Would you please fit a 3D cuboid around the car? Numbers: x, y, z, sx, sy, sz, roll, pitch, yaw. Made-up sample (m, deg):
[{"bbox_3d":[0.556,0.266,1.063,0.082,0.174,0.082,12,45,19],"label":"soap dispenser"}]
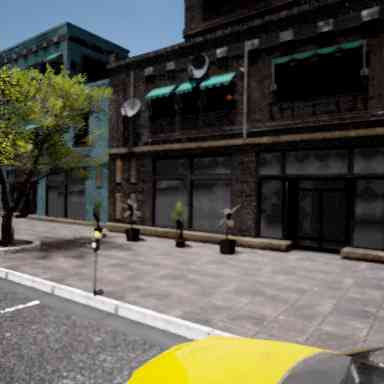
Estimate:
[{"bbox_3d":[1.495,1.528,1.796,4.829,1.417,1.752,1,1,36],"label":"car"}]
